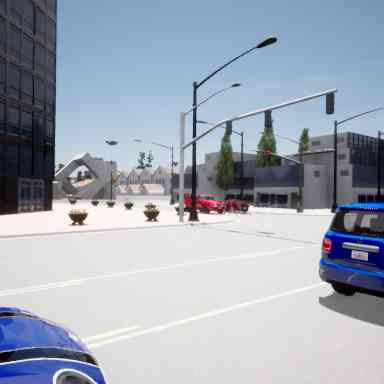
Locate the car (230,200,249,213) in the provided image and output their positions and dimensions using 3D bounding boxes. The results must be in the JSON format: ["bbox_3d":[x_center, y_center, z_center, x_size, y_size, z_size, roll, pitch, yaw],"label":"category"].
[{"bbox_3d":[4.431,1.619,38.434,1.882,1.535,5.008,1,-1,-34],"label":"car"}]

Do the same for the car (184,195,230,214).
[{"bbox_3d":[1.299,1.314,36.715,2.150,2.045,5.566,1,-1,-35],"label":"car"}]

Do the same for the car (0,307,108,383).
[{"bbox_3d":[-2.729,1.352,1.796,4.553,1.767,2.097,0,0,-35],"label":"car"}]

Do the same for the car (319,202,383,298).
[{"bbox_3d":[5.200,1.239,7.507,5.566,2.045,2.150,0,0,-35],"label":"car"}]
